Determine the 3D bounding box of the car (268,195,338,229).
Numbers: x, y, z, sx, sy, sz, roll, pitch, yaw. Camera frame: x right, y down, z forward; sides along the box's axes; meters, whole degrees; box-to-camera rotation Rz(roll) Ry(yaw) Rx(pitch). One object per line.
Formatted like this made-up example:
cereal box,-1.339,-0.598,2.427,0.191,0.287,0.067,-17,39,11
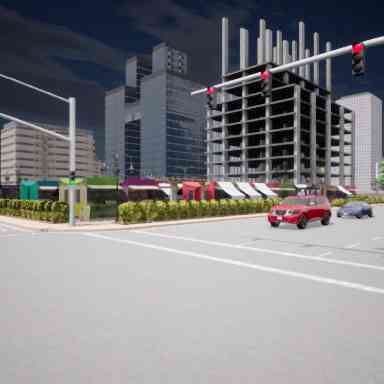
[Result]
car,7.226,1.221,21.934,5.566,2.045,2.150,0,0,-45

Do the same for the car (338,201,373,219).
car,14.193,1.526,28.839,4.674,1.442,1.812,0,0,-45
